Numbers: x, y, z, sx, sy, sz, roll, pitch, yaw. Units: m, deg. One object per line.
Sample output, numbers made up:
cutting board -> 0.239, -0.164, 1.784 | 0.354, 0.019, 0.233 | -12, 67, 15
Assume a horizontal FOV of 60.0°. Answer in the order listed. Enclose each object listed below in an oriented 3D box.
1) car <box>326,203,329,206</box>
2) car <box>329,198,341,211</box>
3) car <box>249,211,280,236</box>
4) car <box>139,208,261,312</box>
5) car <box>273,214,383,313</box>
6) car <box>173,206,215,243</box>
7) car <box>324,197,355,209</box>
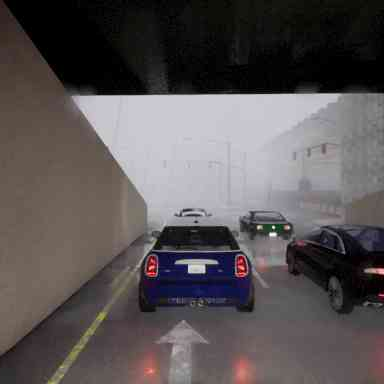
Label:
car -> 17.512, 1.452, 39.330 | 2.038, 1.542, 4.974 | 0, 0, 45
car -> 17.410, 1.452, 34.723 | 2.038, 1.542, 4.974 | 0, 0, -35
car -> 3.589, 1.601, 16.942 | 1.895, 1.301, 4.718 | 0, 0, 0
car -> 0.083, 1.352, 7.882 | 2.097, 1.767, 4.553 | 0, 0, 0
car -> 3.582, 1.491, 7.616 | 2.128, 1.511, 4.902 | 0, 0, 0
car -> 0.067, 1.525, 16.934 | 1.812, 1.442, 4.674 | 0, 0, 0
car -> 17.548, 1.295, 39.367 | 1.853, 1.218, 4.536 | 0, 0, 45
